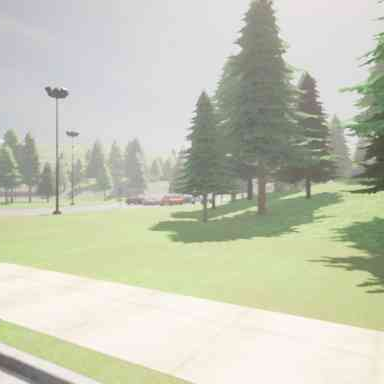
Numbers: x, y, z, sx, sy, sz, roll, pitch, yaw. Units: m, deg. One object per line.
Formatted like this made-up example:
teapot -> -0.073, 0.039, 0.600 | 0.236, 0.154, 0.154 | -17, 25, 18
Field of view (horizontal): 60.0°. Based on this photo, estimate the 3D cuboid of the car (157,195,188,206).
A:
car -> -3.211, 1.364, 54.914 | 2.097, 1.767, 4.553 | 0, 0, 32

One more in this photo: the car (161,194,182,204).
car -> -4.136, 1.367, 67.027 | 2.097, 1.767, 4.553 | 0, 0, 31

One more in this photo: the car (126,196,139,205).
car -> -9.442, 1.508, 58.146 | 2.128, 1.511, 4.902 | 0, 0, 32

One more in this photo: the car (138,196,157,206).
car -> -6.418, 1.615, 56.379 | 1.895, 1.301, 4.718 | 0, 0, 32

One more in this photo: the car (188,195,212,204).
car -> 1.887, 1.233, 63.459 | 2.150, 2.045, 5.566 | 0, 0, 31

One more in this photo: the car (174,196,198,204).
car -> -1.124, 1.561, 65.243 | 2.033, 1.411, 5.357 | 0, 0, 31
